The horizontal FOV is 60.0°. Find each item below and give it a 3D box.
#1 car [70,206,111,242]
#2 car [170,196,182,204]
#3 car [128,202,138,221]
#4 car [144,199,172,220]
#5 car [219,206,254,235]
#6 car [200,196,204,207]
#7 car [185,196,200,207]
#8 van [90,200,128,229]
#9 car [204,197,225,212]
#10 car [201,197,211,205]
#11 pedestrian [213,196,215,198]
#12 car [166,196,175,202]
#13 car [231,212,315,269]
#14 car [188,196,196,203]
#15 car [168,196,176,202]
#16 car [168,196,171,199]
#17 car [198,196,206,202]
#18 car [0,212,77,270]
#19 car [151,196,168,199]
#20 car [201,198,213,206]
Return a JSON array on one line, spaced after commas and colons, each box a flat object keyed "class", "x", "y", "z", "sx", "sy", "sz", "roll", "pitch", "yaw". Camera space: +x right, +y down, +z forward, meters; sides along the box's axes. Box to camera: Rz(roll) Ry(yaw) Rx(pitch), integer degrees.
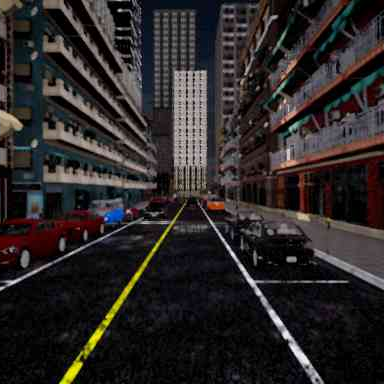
[{"class": "car", "x": -5.698, "y": 1.610, "z": 16.692, "sx": 1.887, "sy": 1.381, "sz": 4.507, "roll": 0, "pitch": 0, "yaw": 0}, {"class": "car", "x": -2.998, "y": 1.786, "z": 70.681, "sx": 1.837, "sy": 1.490, "sz": 4.892, "roll": 0, "pitch": 0, "yaw": 0}, {"class": "car", "x": -5.698, "y": 1.550, "z": 27.739, "sx": 1.967, "sy": 1.590, "sz": 4.097, "roll": -1, "pitch": 0, "yaw": 0}, {"class": "car", "x": -3.097, "y": 1.642, "z": 29.456, "sx": 1.812, "sy": 1.442, "sz": 4.674, "roll": 0, "pitch": 0, "yaw": 0}, {"class": "car", "x": 2.683, "y": 1.616, "z": 16.677, "sx": 2.008, "sy": 1.369, "sz": 4.403, "roll": -1, "pitch": 0, "yaw": 0}, {"class": "car", "x": 2.686, "y": 1.770, "z": 55.341, "sx": 1.887, "sy": 1.381, "sz": 4.507, "roll": -1, "pitch": 0, "yaw": 0}, {"class": "car", "x": 0.002, "y": 1.733, "z": 56.038, "sx": 1.837, "sy": 1.490, "sz": 4.892, "roll": 0, "pitch": 0, "yaw": 0}, {"class": "van", "x": -5.700, "y": 1.428, "z": 22.216, "sx": 1.690, "sy": 1.788, "sz": 3.998, "roll": 0, "pitch": 0, "yaw": 0}, {"class": "car", "x": 3.002, "y": 1.520, "z": 42.069, "sx": 2.097, "sy": 1.767, "sz": 4.553, "roll": 0, "pitch": 0, "yaw": 0}, {"class": "car", "x": 2.686, "y": 1.799, "z": 66.558, "sx": 1.752, "sy": 1.417, "sz": 4.829, "roll": -1, "pitch": 0, "yaw": 0}, {"class": "pedestrian", "x": 3.002, "y": 1.475, "z": 44.867, "sx": 0.375, "sy": 1.860, "sz": 0.375, "roll": -1, "pitch": 0, "yaw": 0}, {"class": "car", "x": -5.695, "y": 1.810, "z": 88.496, "sx": 1.967, "sy": 1.590, "sz": 4.097, "roll": -1, "pitch": 0, "yaw": 0}, {"class": "car", "x": 2.683, "y": 1.595, "z": 11.154, "sx": 2.008, "sy": 1.369, "sz": 4.403, "roll": -1, "pitch": 0, "yaw": 0}, {"class": "car", "x": 0.003, "y": 1.594, "z": 72.988, "sx": 1.882, "sy": 1.535, "sz": 5.008, "roll": 0, "pitch": 0, "yaw": 0}, {"class": "car", "x": -5.693, "y": 1.940, "z": 94.020, "sx": 1.887, "sy": 1.381, "sz": 4.507, "roll": -1, "pitch": 0, "yaw": 0}, {"class": "car", "x": -5.694, "y": 1.903, "z": 77.449, "sx": 1.802, "sy": 1.307, "sz": 4.206, "roll": -1, "pitch": 0, "yaw": 0}, {"class": "car", "x": 2.687, "y": 1.915, "z": 88.482, "sx": 1.887, "sy": 1.381, "sz": 4.507, "roll": -1, "pitch": 0, "yaw": 0}, {"class": "car", "x": -5.698, "y": 1.588, "z": 11.168, "sx": 1.887, "sy": 1.381, "sz": 4.507, "roll": 0, "pitch": 0, "yaw": 0}, {"class": "car", "x": -5.698, "y": 1.540, "z": 55.356, "sx": 2.192, "sy": 1.841, "sz": 5.009, "roll": -1, "pitch": 0, "yaw": 0}, {"class": "car", "x": 2.686, "y": 1.800, "z": 60.864, "sx": 2.008, "sy": 1.369, "sz": 4.403, "roll": -1, "pitch": 0, "yaw": 0}]
